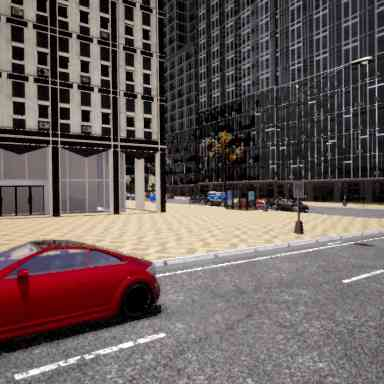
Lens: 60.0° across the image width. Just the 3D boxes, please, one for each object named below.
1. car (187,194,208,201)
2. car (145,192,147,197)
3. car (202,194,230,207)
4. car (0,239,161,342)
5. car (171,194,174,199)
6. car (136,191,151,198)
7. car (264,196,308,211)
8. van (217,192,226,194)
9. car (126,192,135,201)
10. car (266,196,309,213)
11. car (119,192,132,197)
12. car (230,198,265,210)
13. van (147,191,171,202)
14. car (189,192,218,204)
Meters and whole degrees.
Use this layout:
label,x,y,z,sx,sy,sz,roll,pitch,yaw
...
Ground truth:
label,x,y,z,sx,sy,sz,roll,pitch,yaw
car,1.038,1.051,63.127,1.802,1.307,4.206,0,1,-35
car,-8.648,0.623,77.157,2.192,1.841,5.009,0,1,-35
car,3.781,1.325,44.307,1.947,1.339,4.313,0,1,-35
car,-2.639,1.564,5.799,4.181,1.385,1.994,0,0,-36
car,-5.419,0.944,72.483,1.802,1.307,4.206,0,1,-35
car,-11.876,0.694,81.836,1.967,1.590,4.097,0,1,-35
car,10.817,1.301,38.750,1.837,1.490,4.892,-1,1,-35
van,4.266,0.863,58.447,1.690,1.788,3.998,0,1,-35
car,-12.317,1.046,67.724,2.008,1.369,4.403,0,1,-35
car,10.176,1.430,34.907,1.947,1.339,4.313,0,1,-35
car,-18.333,0.696,91.192,2.008,1.369,4.403,0,1,-35
car,6.961,1.394,39.597,1.802,1.307,4.206,0,1,-35
van,-5.859,0.943,58.366,1.690,1.788,3.998,0,1,-35
car,1.460,1.148,52.336,1.837,1.490,4.892,-1,2,-34
